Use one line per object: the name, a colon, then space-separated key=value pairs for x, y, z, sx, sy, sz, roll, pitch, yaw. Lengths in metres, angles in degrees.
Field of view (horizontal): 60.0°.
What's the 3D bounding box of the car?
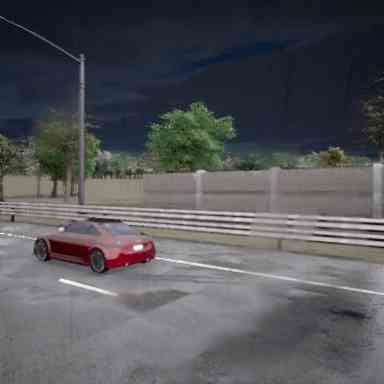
car: x=-3.149 y=1.526 z=10.534 sx=4.181 sy=1.385 sz=1.994 roll=0 pitch=0 yaw=35
